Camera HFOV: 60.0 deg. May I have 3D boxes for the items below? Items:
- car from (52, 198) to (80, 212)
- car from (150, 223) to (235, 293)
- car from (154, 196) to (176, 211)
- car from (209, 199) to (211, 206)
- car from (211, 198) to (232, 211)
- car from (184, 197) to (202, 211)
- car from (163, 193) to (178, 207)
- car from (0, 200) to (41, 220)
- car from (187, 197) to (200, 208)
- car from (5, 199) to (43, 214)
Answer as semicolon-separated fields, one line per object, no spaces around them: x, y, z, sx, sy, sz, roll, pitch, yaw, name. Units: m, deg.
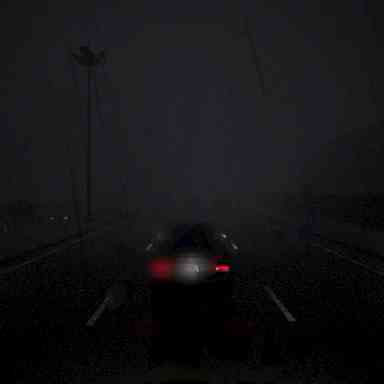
-14.930;1.478;39.602;1.882;1.535;5.008;0;0;1;car
0.007;1.548;8.959;2.033;1.411;5.357;0;0;0;car
-3.384;1.547;39.954;2.033;1.411;5.357;0;0;0;car
3.692;1.564;50.206;1.994;1.385;4.181;0;0;0;car
3.615;1.478;39.789;1.882;1.535;5.008;0;0;0;car
0.116;1.491;39.895;2.128;1.511;4.902;0;0;0;car
-3.308;1.221;50.284;2.150;2.045;5.566;0;0;0;car
-15.049;1.491;28.477;2.128;1.511;4.902;0;0;0;car
0.192;1.505;50.230;1.837;1.490;4.892;0;0;0;car
-18.473;1.564;36.818;1.994;1.385;4.181;0;0;1;car
